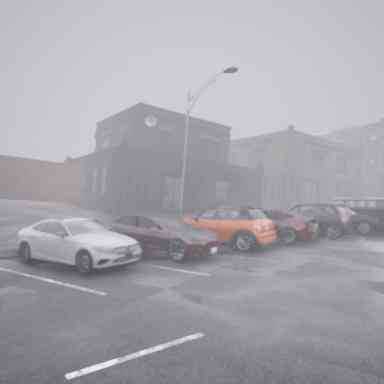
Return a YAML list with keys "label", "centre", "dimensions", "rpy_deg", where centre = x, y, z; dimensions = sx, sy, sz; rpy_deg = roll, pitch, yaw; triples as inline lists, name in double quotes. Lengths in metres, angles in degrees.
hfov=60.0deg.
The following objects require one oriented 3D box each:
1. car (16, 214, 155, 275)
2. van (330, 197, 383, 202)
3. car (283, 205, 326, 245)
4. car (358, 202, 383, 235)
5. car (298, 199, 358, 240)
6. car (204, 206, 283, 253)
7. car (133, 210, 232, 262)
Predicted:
- label: "car"
  centre: [-3.674, 1.521, 10.434]
  dimensions: [4.674, 1.452, 2.002]
  rpy_deg: [-1, -1, 34]
- label: "van"
  centre: [10.512, 1.314, 20.943]
  dimensions: [4.442, 1.987, 1.878]
  rpy_deg: [-1, -1, 34]
- label: "car"
  centre: [3.442, 1.539, 15.677]
  dimensions: [4.792, 1.488, 2.163]
  rpy_deg: [-1, -1, 34]
- label: "car"
  centre: [8.229, 1.529, 19.148]
  dimensions: [5.008, 1.535, 2.097]
  rpy_deg: [-1, -1, 34]
- label: "car"
  centre: [5.872, 1.393, 17.384]
  dimensions: [4.553, 1.767, 2.185]
  rpy_deg: [-1, -1, 34]
- label: "car"
  centre: [1.109, 1.374, 13.902]
  dimensions: [4.553, 1.767, 2.185]
  rpy_deg: [-1, -1, 34]
- label: "car"
  centre: [-1.268, 1.520, 12.164]
  dimensions: [4.792, 1.488, 2.163]
  rpy_deg: [-1, -1, 34]
